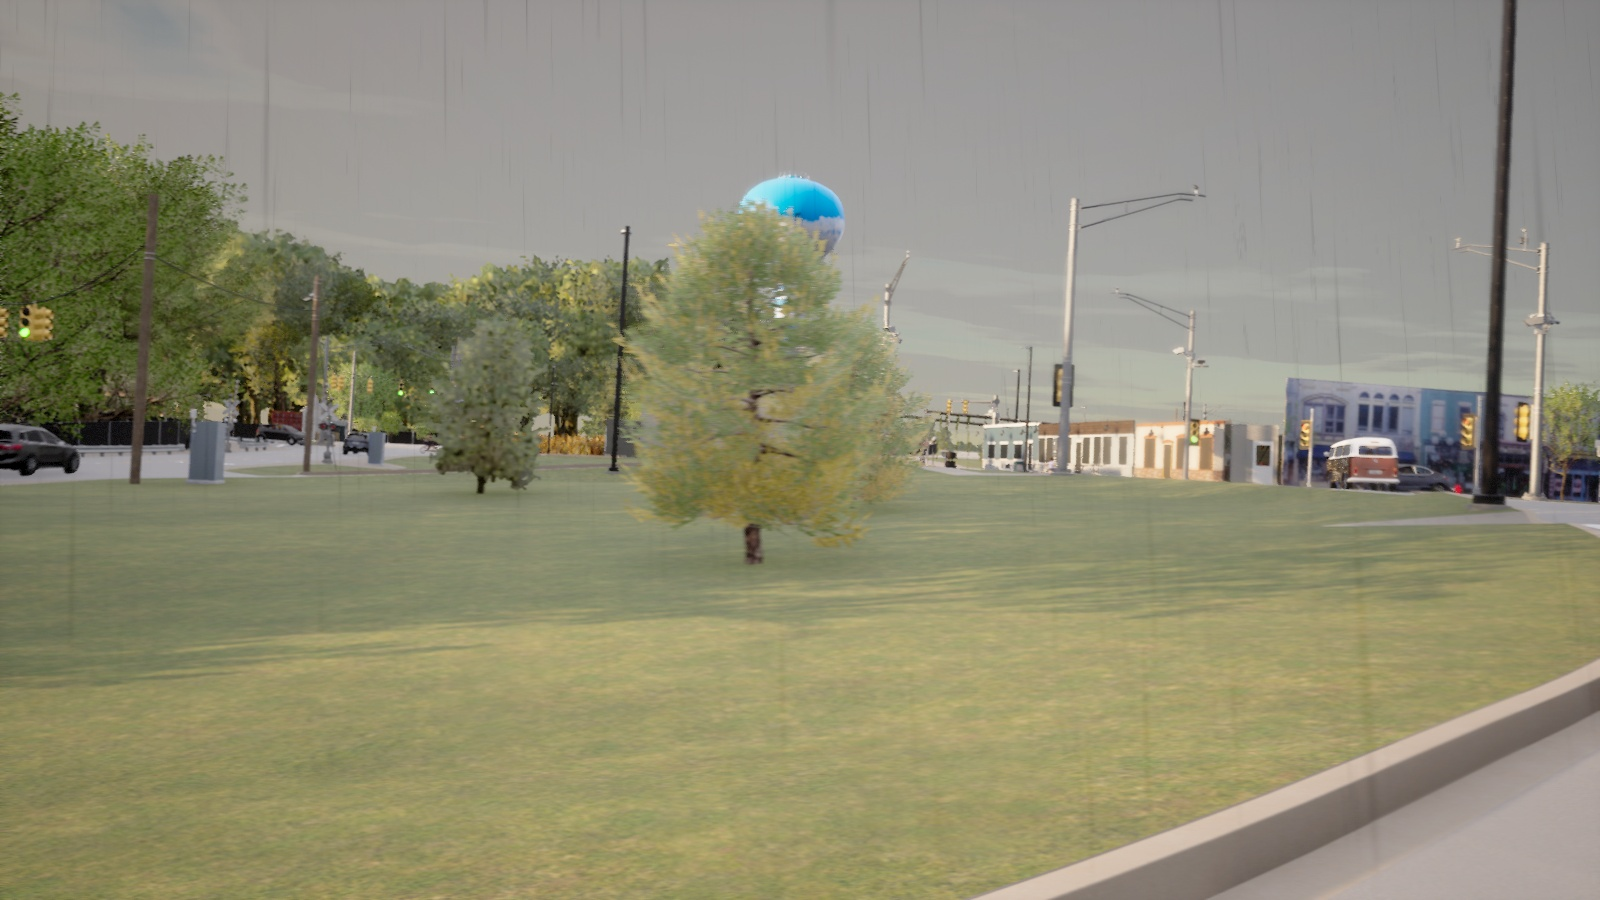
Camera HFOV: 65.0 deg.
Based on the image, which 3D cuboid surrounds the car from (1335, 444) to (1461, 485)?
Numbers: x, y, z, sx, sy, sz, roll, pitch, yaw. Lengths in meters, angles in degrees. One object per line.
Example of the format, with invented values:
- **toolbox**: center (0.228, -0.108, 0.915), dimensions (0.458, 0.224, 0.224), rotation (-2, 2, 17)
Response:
- **car**: center (28.051, 0.690, 58.952), dimensions (5.027, 1.651, 2.152), rotation (2, -1, -11)

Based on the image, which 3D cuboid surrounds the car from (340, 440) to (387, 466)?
- **car**: center (-30.411, 0.171, 87.644), dimensions (2.033, 1.649, 4.856), rotation (3, 0, -7)

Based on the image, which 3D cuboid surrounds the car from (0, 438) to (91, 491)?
- **car**: center (-26.680, 0.457, 43.202), dimensions (2.242, 1.667, 4.611), rotation (2, 0, -5)

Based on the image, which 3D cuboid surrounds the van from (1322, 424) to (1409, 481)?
- **van**: center (21.477, 0.142, 47.883), dimensions (2.069, 2.038, 4.480), rotation (1, -1, 11)
